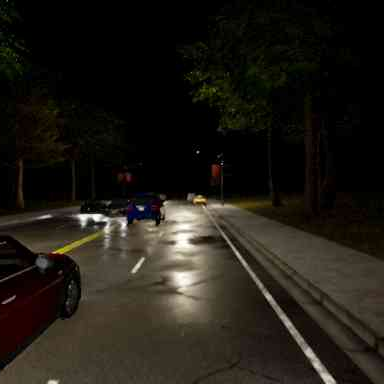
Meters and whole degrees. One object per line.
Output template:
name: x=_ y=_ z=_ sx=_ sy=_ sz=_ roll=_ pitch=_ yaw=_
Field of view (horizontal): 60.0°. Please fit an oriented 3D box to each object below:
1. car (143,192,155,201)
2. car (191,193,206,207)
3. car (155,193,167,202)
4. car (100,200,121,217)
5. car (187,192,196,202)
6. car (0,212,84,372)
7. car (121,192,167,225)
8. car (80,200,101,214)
car: x=-9.748 y=0.915 z=75.729 sx=2.150 sy=2.045 sz=5.566 roll=0 pitch=0 yaw=0
car: x=1.139 y=1.315 z=48.725 sx=1.801 sy=1.575 sz=5.366 roll=0 pitch=0 yaw=0
car: x=-6.499 y=1.172 z=70.936 sx=2.097 sy=1.767 sz=4.553 roll=0 pitch=0 yaw=0
car: x=-6.596 y=1.433 z=30.344 sx=1.812 sy=1.442 sz=4.674 roll=0 pitch=0 yaw=0
car: x=0.002 y=1.328 z=68.134 sx=1.812 sy=1.442 sz=4.674 roll=0 pitch=0 yaw=0
car: x=-3.149 y=1.338 z=4.474 sx=2.097 sy=1.767 sz=4.553 roll=0 pitch=0 yaw=0
car: x=-3.149 y=1.150 z=23.432 sx=2.150 sy=2.045 sz=5.566 roll=0 pitch=0 yaw=0
car: x=-9.844 y=1.462 z=33.719 sx=1.994 sy=1.385 sz=4.181 roll=0 pitch=0 yaw=0
